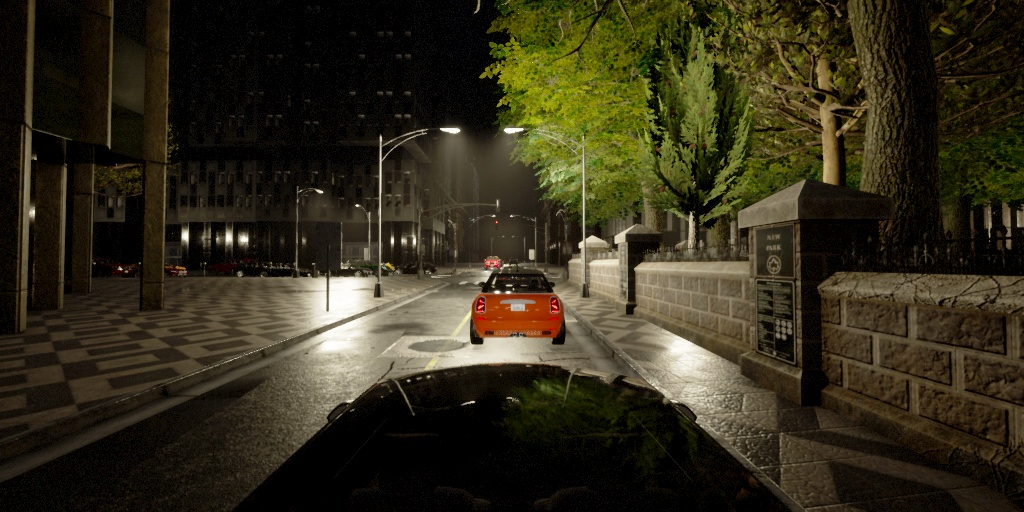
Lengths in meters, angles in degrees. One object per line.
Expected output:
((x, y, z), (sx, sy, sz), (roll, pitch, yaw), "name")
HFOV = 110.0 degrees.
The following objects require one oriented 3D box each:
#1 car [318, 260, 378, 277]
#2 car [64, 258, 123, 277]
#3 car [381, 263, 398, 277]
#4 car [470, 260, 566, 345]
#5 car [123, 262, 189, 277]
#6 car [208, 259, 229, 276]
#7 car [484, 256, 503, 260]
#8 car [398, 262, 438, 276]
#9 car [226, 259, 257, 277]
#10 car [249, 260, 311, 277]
((-14.510, 1.267, 31.453), (4.403, 1.370, 2.007), (0, 0, 1), "car")
((-36.561, 1.061, 31.673), (5.009, 1.841, 2.192), (0, 0, 1), "car")
((-13.741, 1.125, 34.126), (4.553, 1.767, 2.097), (0, -1, 0), "car")
((0.128, 1.107, 9.678), (2.097, 1.767, 4.553), (0, 0, 0), "car")
((-31.048, 1.320, 31.618), (4.207, 1.307, 1.802), (0, 0, 1), "car")
((-30.971, 1.236, 40.141), (5.009, 1.841, 2.192), (0, 0, 1), "car")
((-2.876, 1.065, 53.611), (2.150, 2.045, 5.566), (0, 0, 0), "car")
((-10.223, 1.352, 37.445), (4.892, 1.490, 1.837), (0, 1, -9), "car")
((-23.886, 1.291, 34.225), (4.892, 1.490, 1.837), (0, -1, 0), "car")
((-20.023, 1.289, 31.508), (4.313, 1.339, 1.948), (0, 0, 1), "car")
